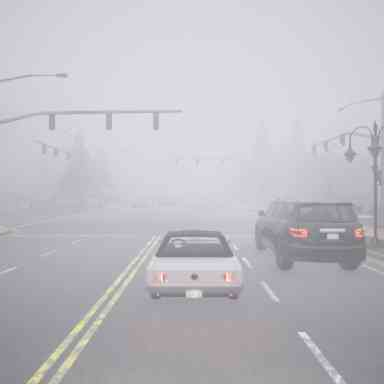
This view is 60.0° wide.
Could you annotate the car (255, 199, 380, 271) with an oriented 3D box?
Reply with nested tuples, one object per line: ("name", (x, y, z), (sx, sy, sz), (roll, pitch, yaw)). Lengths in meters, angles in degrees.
("car", (3.581, 1.221, 11.103), (2.150, 2.045, 5.566), (0, 0, 0))

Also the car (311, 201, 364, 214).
("car", (14.939, 1.601, 34.318), (4.718, 1.301, 1.895), (0, 0, 0))

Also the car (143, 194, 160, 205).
("car", (-7.073, 1.547, 57.280), (2.033, 1.411, 5.357), (0, 0, 0))

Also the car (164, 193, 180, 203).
("car", (-3.570, 1.503, 60.574), (1.837, 1.490, 4.892), (0, 0, -1))

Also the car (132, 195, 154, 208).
("car", (-7.130, 1.547, 47.176), (2.033, 1.411, 5.357), (0, 0, 2))

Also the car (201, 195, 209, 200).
("car", (3.516, 1.407, 89.851), (1.994, 1.385, 4.181), (0, 0, 0))

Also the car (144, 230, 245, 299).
("car", (0.064, 1.601, 8.379), (1.895, 1.301, 4.718), (0, 0, 0))

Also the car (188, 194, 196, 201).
("car", (0.014, 1.514, 79.543), (1.812, 1.442, 4.674), (0, 0, 0))

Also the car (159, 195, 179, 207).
("car", (-3.577, 1.564, 51.859), (1.994, 1.385, 4.181), (0, 0, 0))

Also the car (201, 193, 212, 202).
("car", (3.514, 1.215, 79.199), (2.150, 2.045, 5.566), (0, 0, 0))

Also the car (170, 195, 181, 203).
("car", (-3.487, 1.525, 70.774), (2.128, 1.511, 4.902), (0, 0, 0))

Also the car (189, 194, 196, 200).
("car", (0.016, 1.379, 89.851), (1.812, 1.442, 4.674), (0, 0, 0))
